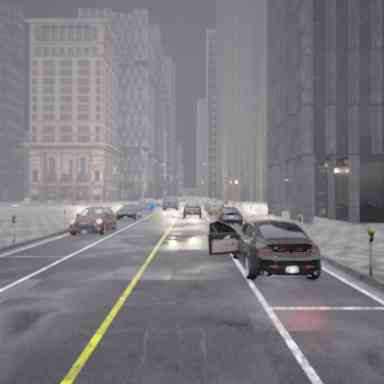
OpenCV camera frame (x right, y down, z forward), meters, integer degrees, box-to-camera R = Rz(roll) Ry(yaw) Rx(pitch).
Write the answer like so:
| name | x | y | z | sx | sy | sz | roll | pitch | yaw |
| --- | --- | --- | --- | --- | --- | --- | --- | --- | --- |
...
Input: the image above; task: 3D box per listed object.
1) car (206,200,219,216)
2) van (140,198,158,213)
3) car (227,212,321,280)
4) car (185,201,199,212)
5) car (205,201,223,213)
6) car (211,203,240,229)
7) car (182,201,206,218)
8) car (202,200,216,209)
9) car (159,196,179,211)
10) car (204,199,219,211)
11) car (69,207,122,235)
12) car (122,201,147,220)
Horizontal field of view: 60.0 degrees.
| name | x | y | z | sx | sy | sz | roll | pitch | yaw |
| --- | --- | --- | --- | --- | --- | --- | --- | --- | --- |
| car | 2.763 | 1.846 | 36.871 | 1.752 | 1.417 | 4.829 | 0 | 0 | 0 |
| van | -5.762 | 1.706 | 42.343 | 1.690 | 1.788 | 3.998 | 0 | 0 | 0 |
| car | 2.356 | 1.598 | 10.236 | 1.837 | 1.490 | 4.892 | 0 | -1 | 0 |
| car | 0.012 | 1.994 | 45.712 | 1.895 | 1.301 | 4.718 | 0 | 0 | 0 |
| car | 2.764 | 1.916 | 42.342 | 2.008 | 1.369 | 4.403 | 0 | 0 | 0 |
| car | 2.762 | 1.791 | 25.420 | 1.947 | 1.339 | 4.313 | 0 | 0 | 0 |
| car | 0.053 | 1.789 | 33.980 | 2.128 | 1.511 | 4.902 | 0 | 0 | 1 |
| car | 2.765 | 2.007 | 53.624 | 2.008 | 1.369 | 4.403 | 0 | 0 | 0 |
| car | -3.019 | 1.633 | 47.510 | 2.150 | 2.045 | 5.566 | 0 | -1 | 0 |
| car | 2.765 | 1.851 | 47.984 | 1.967 | 1.590 | 4.097 | 0 | 0 | 0 |
| car | -5.764 | 1.616 | 19.779 | 1.967 | 1.590 | 4.097 | 0 | 0 | 0 |
| car | -5.762 | 1.838 | 31.060 | 1.947 | 1.339 | 4.313 | 0 | 0 | 0 |
